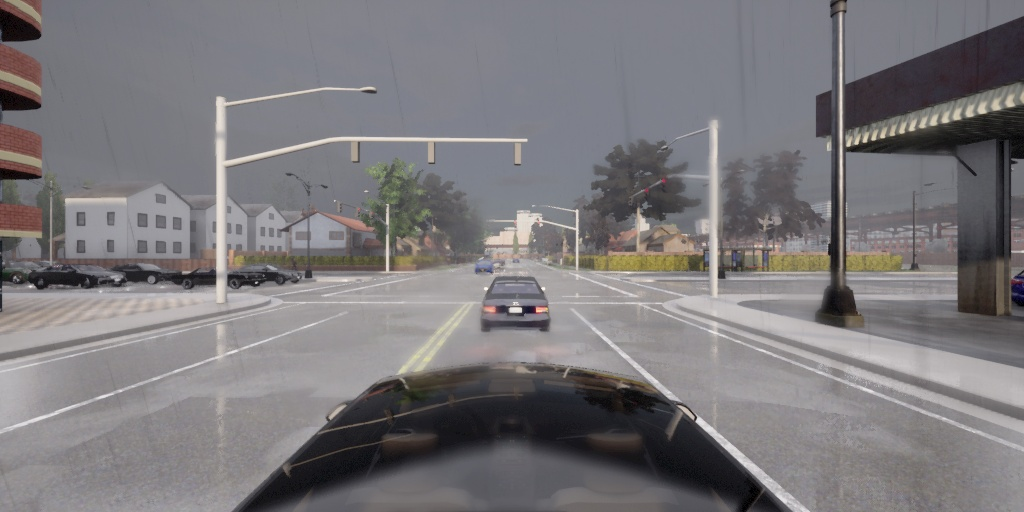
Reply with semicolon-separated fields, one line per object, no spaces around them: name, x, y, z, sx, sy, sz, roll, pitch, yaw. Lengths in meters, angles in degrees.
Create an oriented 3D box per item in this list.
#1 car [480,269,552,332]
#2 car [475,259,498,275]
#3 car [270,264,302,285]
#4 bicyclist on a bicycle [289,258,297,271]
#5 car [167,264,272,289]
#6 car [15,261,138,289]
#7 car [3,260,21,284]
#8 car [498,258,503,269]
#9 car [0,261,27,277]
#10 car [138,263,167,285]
car;0.087;1.297;10.812;2.033;1.411;5.357;0;0;0
car;-2.986;1.227;39.783;1.882;1.535;5.008;0;0;1
car;-17.707;1.276;25.858;4.674;1.442;1.812;0;0;1
bicyclist on a bicycle;-26.522;1.051;43.463;0.582;1.620;1.656;0;0;1
car;-18.092;1.351;22.331;4.718;1.301;1.895;0;0;1
car;-27.124;1.242;22.489;4.902;1.511;2.128;0;0;1
car;-36.054;1.102;26.133;4.553;1.767;2.097;0;0;1
car;-2.809;1.351;54.957;1.895;1.301;4.718;0;0;1
car;-50.280;1.255;34.493;4.892;1.490;1.837;0;0;2
car;-26.769;1.228;25.982;5.008;1.535;1.882;0;0;1
